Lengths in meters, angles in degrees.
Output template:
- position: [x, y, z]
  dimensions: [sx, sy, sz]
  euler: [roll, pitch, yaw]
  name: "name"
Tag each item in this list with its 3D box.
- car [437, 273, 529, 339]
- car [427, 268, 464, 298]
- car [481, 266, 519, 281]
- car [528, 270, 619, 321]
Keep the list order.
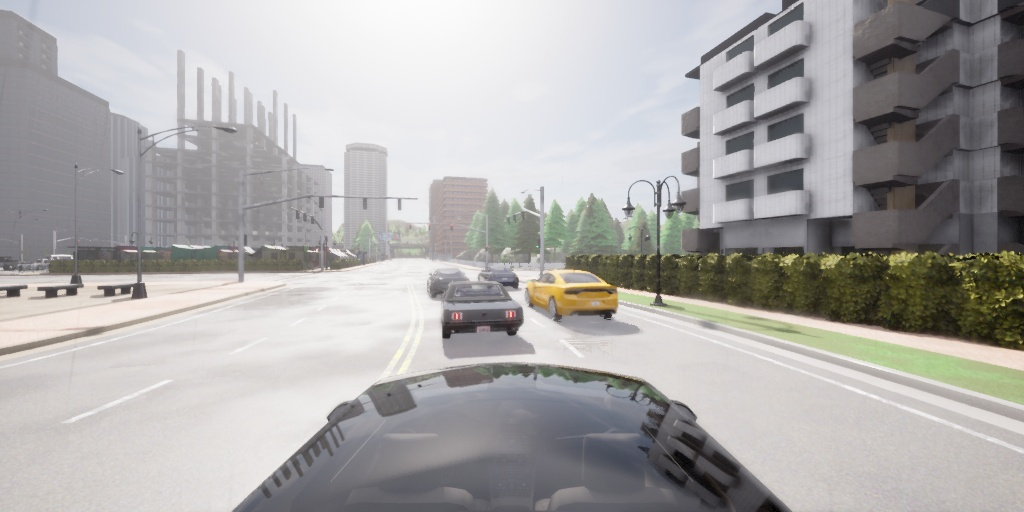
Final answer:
- position: [-1.080, 1.351, 10.175]
  dimensions: [1.895, 1.301, 4.718]
  euler: [0, 0, -12]
  name: "car"
- position: [-3.327, 1.314, 18.642]
  dimensions: [1.994, 1.385, 4.181]
  euler: [0, 0, -16]
  name: "car"
- position: [-0.956, 1.314, 22.975]
  dimensions: [1.994, 1.385, 4.181]
  euler: [0, 0, -15]
  name: "car"
- position: [1.857, 1.228, 12.606]
  dimensions: [1.882, 1.535, 5.008]
  euler: [0, -1, -12]
  name: "car"
